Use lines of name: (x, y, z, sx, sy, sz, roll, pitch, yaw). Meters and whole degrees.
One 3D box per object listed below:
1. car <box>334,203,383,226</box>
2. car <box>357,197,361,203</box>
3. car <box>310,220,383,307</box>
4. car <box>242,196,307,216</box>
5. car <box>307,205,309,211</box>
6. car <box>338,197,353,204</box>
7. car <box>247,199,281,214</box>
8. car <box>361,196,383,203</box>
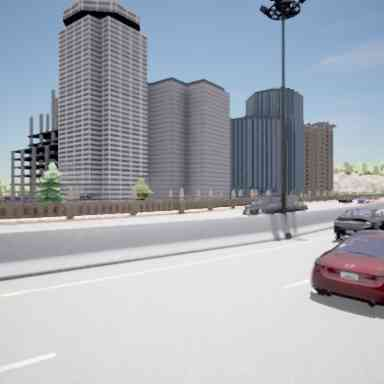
car: (8.580, 1.525, 16.157, 4.902, 1.511, 2.128, 0, 0, -45)
car: (34.469, 1.611, 66.494, 1.882, 1.535, 5.008, 0, 0, 37)
car: (4.546, 1.580, 7.680, 4.181, 1.385, 1.994, 0, 0, -40)
car: (5.795, 1.286, 23.591, 2.150, 2.045, 5.566, 0, 0, 42)
car: (10.611, 1.636, 34.882, 2.033, 1.411, 5.357, 0, 0, 37)
car: (31.652, 1.741, 68.570, 1.895, 1.301, 4.718, 0, 0, 37)
car: (8.132, 1.608, 37.403, 1.837, 1.490, 4.892, 0, -1, 37)
car: (29.722, 1.458, 54.401, 2.097, 1.767, 4.553, 0, 0, 37)
